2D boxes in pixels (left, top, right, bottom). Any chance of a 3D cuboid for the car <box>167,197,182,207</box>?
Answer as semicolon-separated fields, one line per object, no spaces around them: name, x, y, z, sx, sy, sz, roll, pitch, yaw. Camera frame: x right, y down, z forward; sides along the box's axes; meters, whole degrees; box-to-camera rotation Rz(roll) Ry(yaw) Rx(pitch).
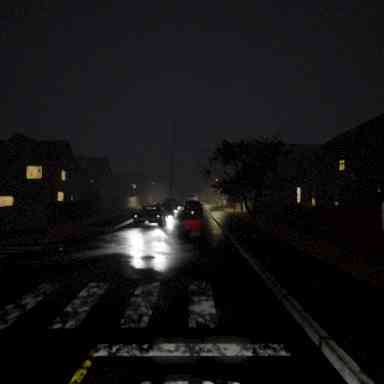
car;-2.884;1.639;55.577;2.128;1.511;4.902;0;0;0

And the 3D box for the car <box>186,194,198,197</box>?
car;-0.005;1.424;65.138;2.150;2.045;5.566;0;0;0

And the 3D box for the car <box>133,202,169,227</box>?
car;-2.886;1.632;23.411;1.895;1.301;4.718;0;0;0

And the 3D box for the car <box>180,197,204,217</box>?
car;0.049;1.555;31.664;1.837;1.490;4.892;0;0;0

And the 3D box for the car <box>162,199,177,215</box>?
car;-2.900;1.661;34.971;1.895;1.301;4.718;0;0;0

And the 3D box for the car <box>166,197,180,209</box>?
car;-2.913;1.575;45.217;1.882;1.535;5.008;0;0;0
